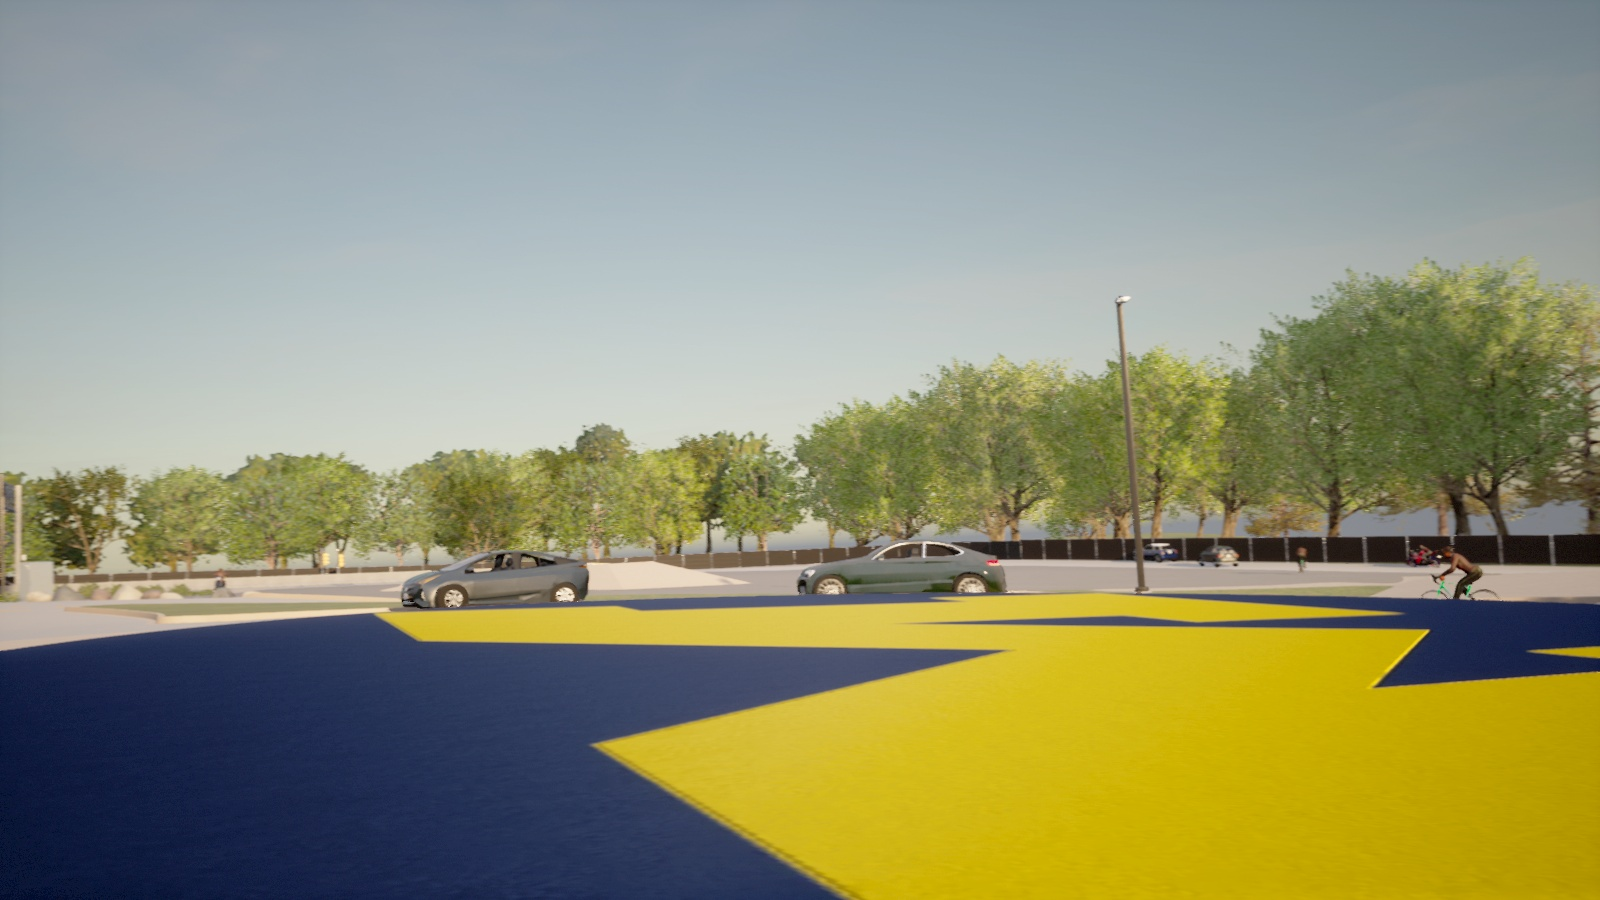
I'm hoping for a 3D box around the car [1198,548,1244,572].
[{"bbox_3d":[31.093,8.115,92.894,1.789,1.549,3.705,-2,-2,-6],"label":"car"}]

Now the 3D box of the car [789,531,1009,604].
[{"bbox_3d":[2.299,2.851,30.167,5.027,1.651,2.152,1,-7,-3],"label":"car"}]

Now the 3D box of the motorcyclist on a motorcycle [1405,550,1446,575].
[{"bbox_3d":[40.857,7.327,82.082,0.866,1.530,2.191,0,-3,-34],"label":"motorcyclist on a motorcycle"}]

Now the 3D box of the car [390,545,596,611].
[{"bbox_3d":[-7.555,3.149,31.017,4.514,1.525,2.007,3,-7,-33],"label":"car"}]

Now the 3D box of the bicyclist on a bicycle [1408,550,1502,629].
[{"bbox_3d":[14.055,3.003,26.974,1.656,1.620,0.582,-4,-10,33],"label":"bicyclist on a bicycle"}]
